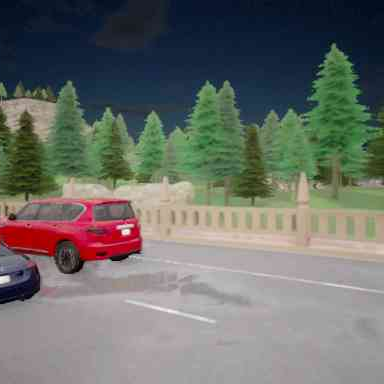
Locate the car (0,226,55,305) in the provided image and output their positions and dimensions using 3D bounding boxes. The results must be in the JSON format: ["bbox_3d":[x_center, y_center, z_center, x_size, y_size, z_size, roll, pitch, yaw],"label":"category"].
[{"bbox_3d":[-5.130,1.553,6.984,4.181,1.385,1.994,0,0,31],"label":"car"}]

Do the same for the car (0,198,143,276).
[{"bbox_3d":[-4.135,1.197,10.504,5.566,2.045,2.150,0,0,30],"label":"car"}]
